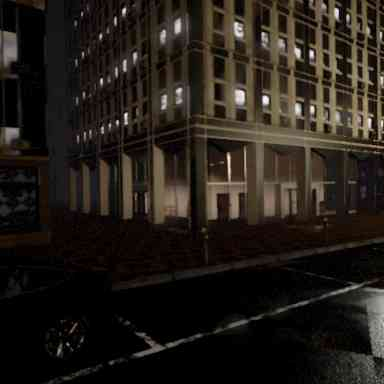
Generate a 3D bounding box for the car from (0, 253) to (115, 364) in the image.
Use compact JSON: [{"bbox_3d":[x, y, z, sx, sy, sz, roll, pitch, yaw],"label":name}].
[{"bbox_3d":[-3.154,1.566,4.285,4.313,1.339,1.947,0,-1,-35],"label":"car"}]
